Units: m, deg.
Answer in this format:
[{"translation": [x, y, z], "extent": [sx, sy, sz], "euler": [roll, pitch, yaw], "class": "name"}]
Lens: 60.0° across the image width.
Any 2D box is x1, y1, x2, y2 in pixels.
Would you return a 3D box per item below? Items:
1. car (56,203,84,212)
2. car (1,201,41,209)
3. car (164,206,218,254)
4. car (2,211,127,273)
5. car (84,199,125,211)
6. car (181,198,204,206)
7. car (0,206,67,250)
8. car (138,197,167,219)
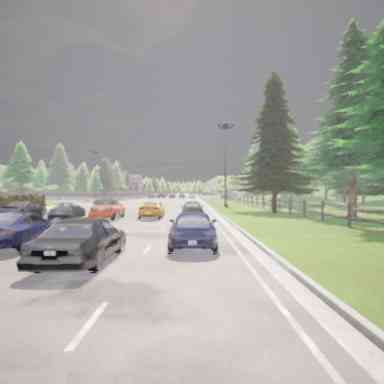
[{"translation": [-10.460, 1.580, 28.112], "extent": [1.994, 1.385, 4.181], "euler": [0, 0, 1], "class": "car"}, {"translation": [-13.964, 1.507, 27.784], "extent": [2.128, 1.511, 4.902], "euler": [0, 0, 1], "class": "car"}, {"translation": [0.046, 1.533, 13.458], "extent": [1.812, 1.442, 4.674], "euler": [0, 0, 1], "class": "car"}, {"translation": [-3.481, 1.554, 10.664], "extent": [2.033, 1.411, 5.357], "euler": [0, 0, 0], "class": "car"}, {"translation": [-6.963, 1.367, 27.702], "extent": [2.097, 1.767, 4.553], "euler": [0, 0, 1], "class": "car"}, {"translation": [0.042, 1.541, 28.479], "extent": [1.812, 1.442, 4.674], "euler": [0, 0, 1], "class": "car"}, {"translation": [-6.954, 1.533, 13.435], "extent": [1.812, 1.442, 4.674], "euler": [0, 0, 1], "class": "car"}, {"translation": [-3.452, 1.494, 28.991], "extent": [1.882, 1.535, 5.008], "euler": [0, 0, 1], "class": "car"}]
